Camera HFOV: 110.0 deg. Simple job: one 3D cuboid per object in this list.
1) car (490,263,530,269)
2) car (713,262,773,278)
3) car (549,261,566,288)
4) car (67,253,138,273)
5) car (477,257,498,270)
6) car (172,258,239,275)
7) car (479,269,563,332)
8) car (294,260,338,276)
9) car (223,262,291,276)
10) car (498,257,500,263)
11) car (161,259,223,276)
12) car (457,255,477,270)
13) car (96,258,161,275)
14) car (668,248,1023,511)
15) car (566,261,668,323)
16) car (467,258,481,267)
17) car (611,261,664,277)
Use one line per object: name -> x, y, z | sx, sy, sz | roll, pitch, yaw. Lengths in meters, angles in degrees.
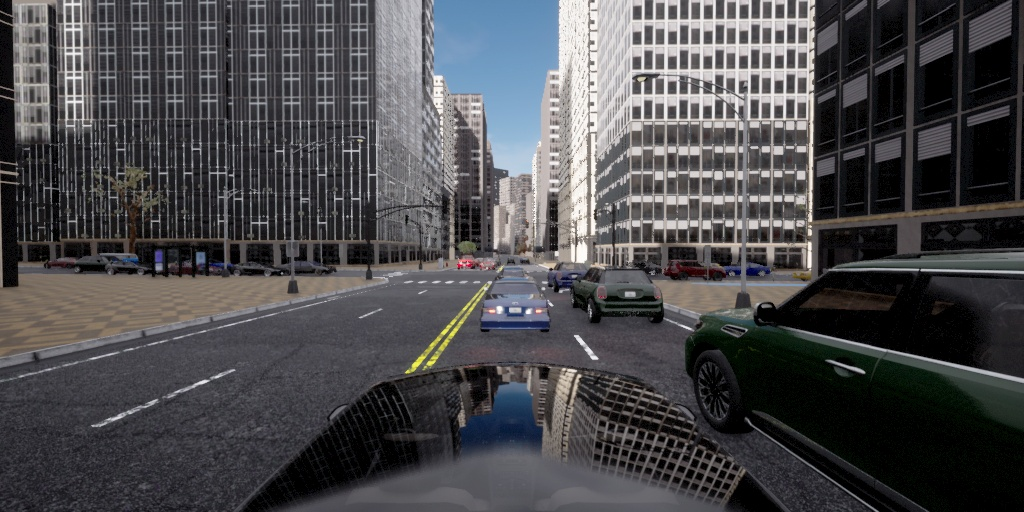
car -> 0.054, 1.304, 20.014 | 1.994, 1.385, 4.181 | 0, 0, 0
car -> 24.019, 1.406, 37.427 | 5.008, 1.535, 1.882 | 1, 1, 1
car -> 3.303, 1.091, 21.082 | 2.097, 1.767, 4.553 | 0, 0, 0
car -> -39.881, 0.759, 35.219 | 4.553, 1.767, 2.097 | 1, 1, 1
car -> -3.433, 1.066, 51.209 | 2.097, 1.767, 4.553 | 0, 0, -1
car -> -29.850, 0.976, 35.033 | 5.008, 1.535, 1.882 | 1, 1, 1
car -> 0.080, 1.293, 10.771 | 2.033, 1.411, 5.357 | 0, 0, 0
car -> -19.990, 1.135, 34.855 | 5.357, 1.411, 2.033 | 1, 1, 1
car -> -22.805, 1.172, 32.198 | 4.313, 1.339, 1.948 | 0, 0, 1
car -> -3.472, 1.229, 60.053 | 1.812, 1.442, 4.674 | 0, 0, 0
car -> -28.489, 1.136, 32.318 | 4.207, 1.307, 1.802 | 0, 0, 1
car -> -6.714, 0.933, 53.353 | 2.150, 2.045, 5.566 | 0, 0, 0
car -> -34.170, 1.068, 32.477 | 4.313, 1.339, 1.948 | 0, 0, 1
car -> 3.345, 0.971, 2.371 | 2.150, 2.045, 5.566 | 0, 0, 0
car -> 3.325, 1.097, 12.217 | 2.097, 1.767, 4.553 | 0, 0, 0
car -> -6.710, 1.177, 63.698 | 1.882, 1.535, 5.008 | 0, 0, 1
car -> 13.092, 1.337, 37.690 | 4.892, 1.490, 1.837 | 1, 1, 2
